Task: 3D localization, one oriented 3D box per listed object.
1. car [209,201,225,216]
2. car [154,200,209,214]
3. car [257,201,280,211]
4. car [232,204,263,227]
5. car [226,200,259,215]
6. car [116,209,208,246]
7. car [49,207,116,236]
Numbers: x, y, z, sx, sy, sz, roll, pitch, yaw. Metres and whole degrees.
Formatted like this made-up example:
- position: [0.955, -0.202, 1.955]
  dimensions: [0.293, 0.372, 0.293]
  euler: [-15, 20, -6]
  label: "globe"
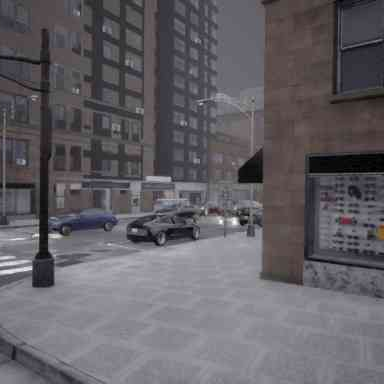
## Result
- position: [1.431, 1.645, 34.807]
  dimensions: [1.967, 1.590, 4.097]
  euler: [0, 0, 36]
  label: "car"
- position: [-1.085, 1.671, 26.933]
  dimensions: [2.128, 1.511, 4.902]
  euler: [1, 0, 36]
  label: "car"
- position: [11.090, 1.931, 48.171]
  dimensions: [1.802, 1.307, 4.206]
  euler: [0, 0, 36]
  label: "car"
- position: [5.118, 1.850, 25.358]
  dimensions: [1.947, 1.339, 4.313]
  euler: [0, 0, 36]
  label: "car"
- position: [4.786, 1.613, 35.036]
  dimensions: [2.097, 1.767, 4.553]
  euler: [1, 0, 36]
  label: "car"
- position: [-1.323, 1.764, 16.449]
  dimensions: [1.947, 1.339, 4.313]
  euler: [0, 0, 36]
  label: "car"
- position: [-6.458, 1.634, 19.499]
  dimensions: [1.812, 1.442, 4.674]
  euler: [1, 0, 38]
  label: "car"
